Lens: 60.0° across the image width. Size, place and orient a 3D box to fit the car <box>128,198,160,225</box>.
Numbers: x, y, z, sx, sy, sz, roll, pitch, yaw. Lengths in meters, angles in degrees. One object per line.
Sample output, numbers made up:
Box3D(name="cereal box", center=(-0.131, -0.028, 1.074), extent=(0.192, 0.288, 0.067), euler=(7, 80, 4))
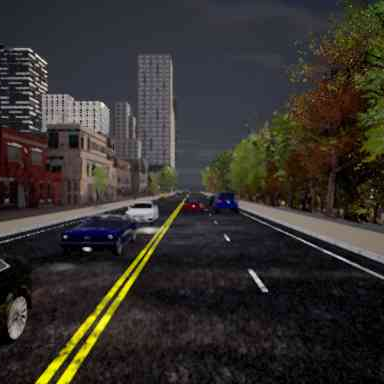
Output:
Box3D(name="car", center=(-3.335, 1.369, 22.885), extent=(1.812, 1.442, 4.674), euler=(0, 0, 0))

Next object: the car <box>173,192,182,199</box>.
Box3D(name="car", center=(-3.235, 0.752, 75.509), extent=(1.812, 1.442, 4.674), euler=(0, 0, 0))

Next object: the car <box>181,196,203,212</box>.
Box3D(name="car", center=(0.123, 1.326, 34.580), extent=(1.994, 1.385, 4.181), euler=(0, 0, -1))

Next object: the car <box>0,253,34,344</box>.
Box3D(name="car", center=(-3.402, 1.467, 3.497), extent=(2.128, 1.511, 4.902), euler=(0, 0, -3))

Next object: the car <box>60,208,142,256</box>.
Box3D(name="car", center=(-3.347, 1.512, 12.853), extent=(1.895, 1.301, 4.718), euler=(0, 0, 0))

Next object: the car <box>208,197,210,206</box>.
Box3D(name="car", center=(3.292, 1.151, 47.248), extent=(1.882, 1.535, 5.008), euler=(0, 0, 1))

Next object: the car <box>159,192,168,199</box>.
Box3D(name="car", center=(-6.485, 0.706, 75.510), extent=(1.882, 1.535, 5.008), euler=(0, 0, 0))

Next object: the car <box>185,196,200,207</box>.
Box3D(name="car", center=(0.042, 1.242, 46.686), extent=(1.994, 1.385, 4.181), euler=(0, 0, 1))

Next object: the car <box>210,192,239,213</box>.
Box3D(name="car", center=(3.358, 0.993, 33.425), extent=(2.150, 2.045, 5.566), euler=(0, 1, 0))
